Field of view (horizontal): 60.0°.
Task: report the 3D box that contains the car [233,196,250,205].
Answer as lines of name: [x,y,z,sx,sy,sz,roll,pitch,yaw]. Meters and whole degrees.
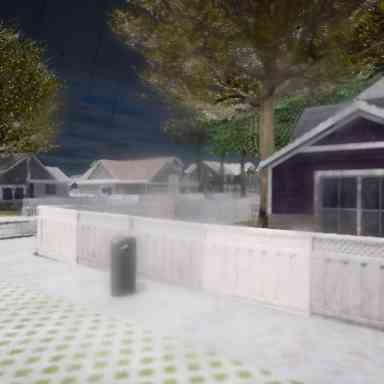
car: [6.152,1.186,41.934,1.994,1.385,4.181,1,1,36]
